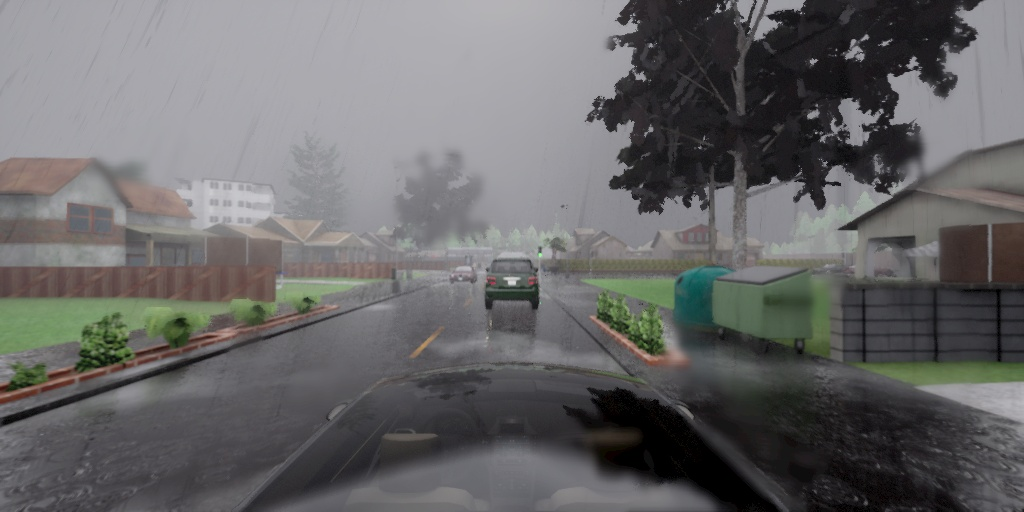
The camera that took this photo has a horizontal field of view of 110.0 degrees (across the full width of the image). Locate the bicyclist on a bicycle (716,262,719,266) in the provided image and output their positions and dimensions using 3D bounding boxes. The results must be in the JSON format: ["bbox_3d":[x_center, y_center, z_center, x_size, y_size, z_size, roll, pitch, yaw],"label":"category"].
[{"bbox_3d":[20.287,1.418,35.543,0.582,1.620,1.656,0,-1,0],"label":"bicyclist on a bicycle"}]

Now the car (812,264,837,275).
[{"bbox_3d":[39.499,1.711,43.811,4.892,1.490,1.837,0,-1,0],"label":"car"}]

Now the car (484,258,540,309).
[{"bbox_3d":[0.002,1.100,15.876,2.150,2.045,5.566,0,0,0],"label":"car"}]

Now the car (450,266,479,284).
[{"bbox_3d":[-4.000,1.545,30.196,1.812,1.442,4.674,0,-1,0],"label":"car"}]

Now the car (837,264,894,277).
[{"bbox_3d":[39.494,1.646,39.811,4.674,1.442,1.812,0,-1,0],"label":"car"}]
